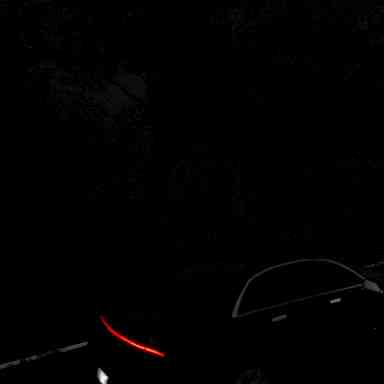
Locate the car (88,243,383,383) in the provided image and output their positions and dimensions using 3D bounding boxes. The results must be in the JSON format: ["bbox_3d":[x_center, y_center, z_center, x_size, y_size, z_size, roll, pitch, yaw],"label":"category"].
[{"bbox_3d":[1.125,1.478,4.550,4.892,1.490,1.837,-1,0,-35],"label":"car"}]
